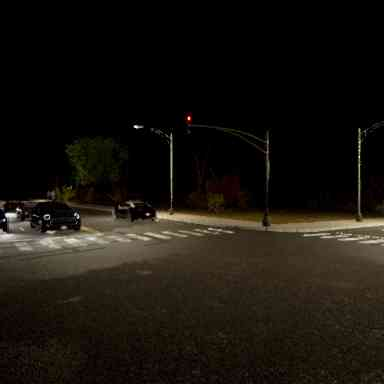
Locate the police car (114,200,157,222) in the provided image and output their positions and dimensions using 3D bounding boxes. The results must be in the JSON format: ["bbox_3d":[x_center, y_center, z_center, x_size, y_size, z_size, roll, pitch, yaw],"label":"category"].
[{"bbox_3d":[-4.628,1.421,26.264,1.930,1.638,5.238,0,0,-33],"label":"police car"}]

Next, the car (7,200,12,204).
[{"bbox_3d":[-20.415,1.600,38.401,1.895,1.301,4.718,0,0,-33],"label":"car"}]

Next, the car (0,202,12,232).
[{"bbox_3d":[-11.959,1.532,19.540,1.812,1.442,4.674,0,0,-33],"label":"car"}]

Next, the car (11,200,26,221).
[{"bbox_3d":[-13.483,1.549,27.800,2.033,1.411,5.357,0,0,-33],"label":"car"}]

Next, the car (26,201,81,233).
[{"bbox_3d":[-8.240,1.355,19.906,2.097,1.767,4.553,0,0,-35],"label":"car"}]
